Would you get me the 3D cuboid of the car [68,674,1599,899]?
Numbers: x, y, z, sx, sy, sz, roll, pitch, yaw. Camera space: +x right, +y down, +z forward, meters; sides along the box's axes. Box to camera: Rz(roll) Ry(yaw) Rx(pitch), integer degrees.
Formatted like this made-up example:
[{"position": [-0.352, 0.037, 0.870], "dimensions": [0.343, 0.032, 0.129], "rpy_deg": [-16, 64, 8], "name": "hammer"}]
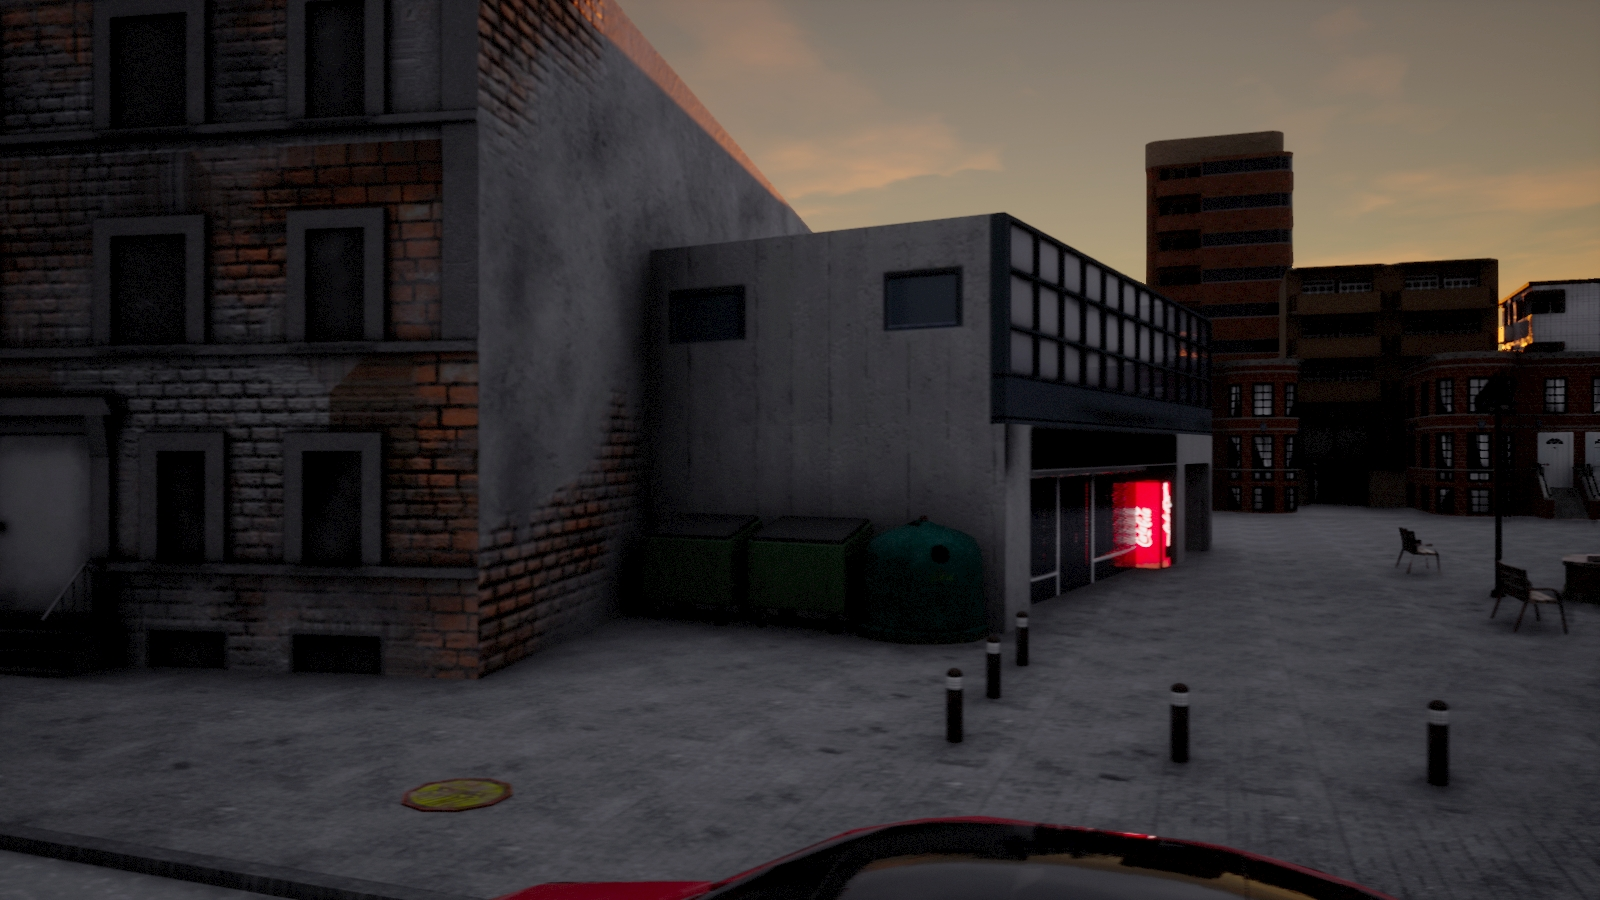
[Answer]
[{"position": [0.471, 1.842, 3.664], "dimensions": [4.892, 1.480, 2.231], "rpy_deg": [0, 0, 20], "name": "car"}]
